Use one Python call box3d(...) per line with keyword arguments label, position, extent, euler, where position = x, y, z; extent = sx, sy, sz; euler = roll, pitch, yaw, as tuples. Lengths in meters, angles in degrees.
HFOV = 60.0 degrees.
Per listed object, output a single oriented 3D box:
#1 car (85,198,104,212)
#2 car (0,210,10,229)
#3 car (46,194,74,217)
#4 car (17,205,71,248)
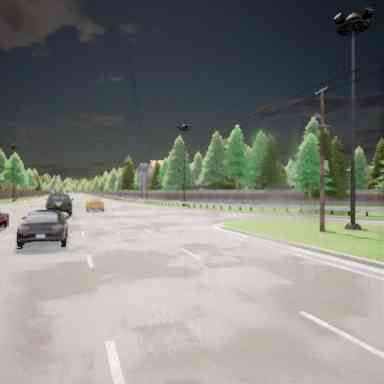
box3d(label="car", position=(-11.324, 1.443, 38.667), extent=(1.882, 1.535, 5.008), euler=(0, 0, -20))
box3d(label="car", position=(-11.647, 1.578, 18.785), extent=(1.895, 1.301, 4.718), euler=(0, 0, -20))
box3d(label="car", position=(-12.265, 1.191, 30.866), extent=(2.150, 2.045, 5.566), euler=(0, 0, -20))
box3d(label="car", position=(-6.459, 1.511, 14.675), extent=(1.812, 1.442, 4.674), euler=(0, 0, -19))
